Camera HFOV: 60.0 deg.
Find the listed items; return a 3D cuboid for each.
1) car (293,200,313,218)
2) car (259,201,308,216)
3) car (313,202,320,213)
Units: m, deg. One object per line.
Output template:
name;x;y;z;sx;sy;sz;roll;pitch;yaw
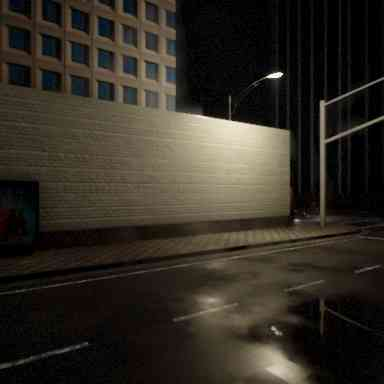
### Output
car;8.138;1.570;29.990;1.812;1.442;4.674;0;0;-36
car;9.339;1.643;34.316;1.895;1.301;4.718;0;0;-36
car;11.988;1.566;36.966;1.812;1.442;4.674;0;0;-36
